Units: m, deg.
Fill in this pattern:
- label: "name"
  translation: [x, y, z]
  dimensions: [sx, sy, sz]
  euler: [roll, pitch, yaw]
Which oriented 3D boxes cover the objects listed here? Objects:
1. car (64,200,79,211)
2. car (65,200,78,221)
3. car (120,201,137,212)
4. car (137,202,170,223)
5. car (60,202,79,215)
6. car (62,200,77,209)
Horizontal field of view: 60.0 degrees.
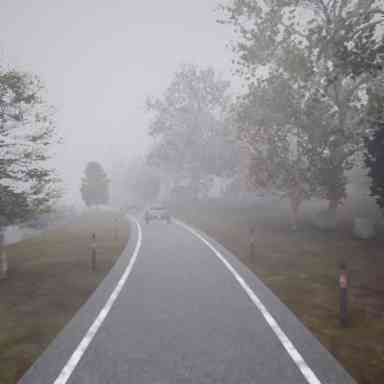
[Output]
- label: "car"
  translation: [-19.046, 2.084, 52.645]
  dimensions: [2.097, 1.535, 5.008]
  euler: [-2, 0, -19]
- label: "car"
  translation: [-13.949, 1.967, 36.675]
  dimensions: [2.097, 1.535, 5.008]
  euler: [0, -1, -14]
- label: "car"
  translation: [-7.894, 1.776, 42.240]
  dimensions: [1.895, 1.301, 4.718]
  euler: [-1, 0, -22]
- label: "car"
  translation: [-2.902, 1.571, 26.181]
  dimensions: [2.128, 1.511, 4.902]
  euler: [-1, 0, -12]
- label: "car"
  translation: [-15.659, 2.057, 42.669]
  dimensions: [2.002, 1.452, 4.674]
  euler: [0, 0, -16]
- label: "car"
  translation: [-21.488, 2.197, 58.282]
  dimensions: [2.002, 1.452, 4.674]
  euler: [1, -1, -24]
